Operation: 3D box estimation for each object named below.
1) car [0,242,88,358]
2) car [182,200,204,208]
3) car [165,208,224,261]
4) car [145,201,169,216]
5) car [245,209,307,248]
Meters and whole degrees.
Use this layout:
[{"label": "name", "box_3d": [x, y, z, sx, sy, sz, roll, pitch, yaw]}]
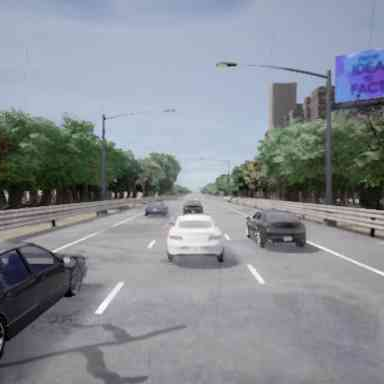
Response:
[{"label": "car", "box_3d": [-3.396, 1.553, 5.521, 2.033, 1.411, 5.357, 0, 0, 0]}, {"label": "car", "box_3d": [0.114, 1.534, 31.971, 1.837, 1.490, 4.892, 0, 0, 0]}, {"label": "car", "box_3d": [0.105, 1.536, 12.210, 1.812, 1.442, 4.674, 0, 0, 0]}, {"label": "car", "box_3d": [-3.386, 1.594, 32.421, 1.994, 1.385, 4.181, 0, 0, 0]}, {"label": "car", "box_3d": [3.605, 1.518, 14.926, 1.837, 1.490, 4.892, 0, 0, 0]}]
